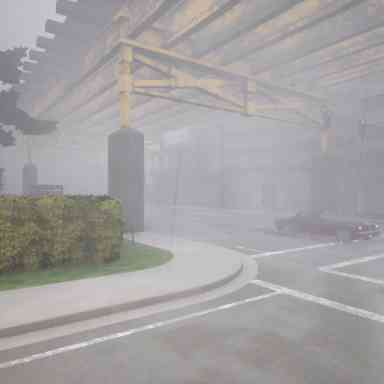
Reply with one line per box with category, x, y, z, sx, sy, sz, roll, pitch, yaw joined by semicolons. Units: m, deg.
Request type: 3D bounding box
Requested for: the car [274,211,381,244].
car;6.419;1.602;16.175;1.895;1.301;4.718;0;0;-36
